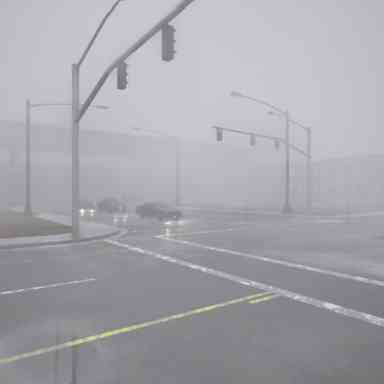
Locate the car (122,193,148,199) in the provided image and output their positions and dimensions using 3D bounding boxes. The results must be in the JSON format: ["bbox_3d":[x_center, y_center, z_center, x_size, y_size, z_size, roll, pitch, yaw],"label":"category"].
[{"bbox_3d":[-12.337,1.221,69.347,2.150,2.045,5.566,0,0,30],"label":"car"}]

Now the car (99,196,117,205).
[{"bbox_3d":[-15.028,1.525,59.781,1.812,1.442,4.674,0,0,3],"label":"car"}]

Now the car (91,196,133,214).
[{"bbox_3d":[-8.798,1.491,36.209,2.128,1.511,4.902,0,0,-36],"label":"car"}]

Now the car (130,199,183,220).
[{"bbox_3d":[-2.927,1.547,28.220,2.033,1.411,5.357,0,0,-36],"label":"car"}]

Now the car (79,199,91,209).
[{"bbox_3d":[-14.505,1.563,44.358,1.994,1.385,4.181,0,0,-32],"label":"car"}]
